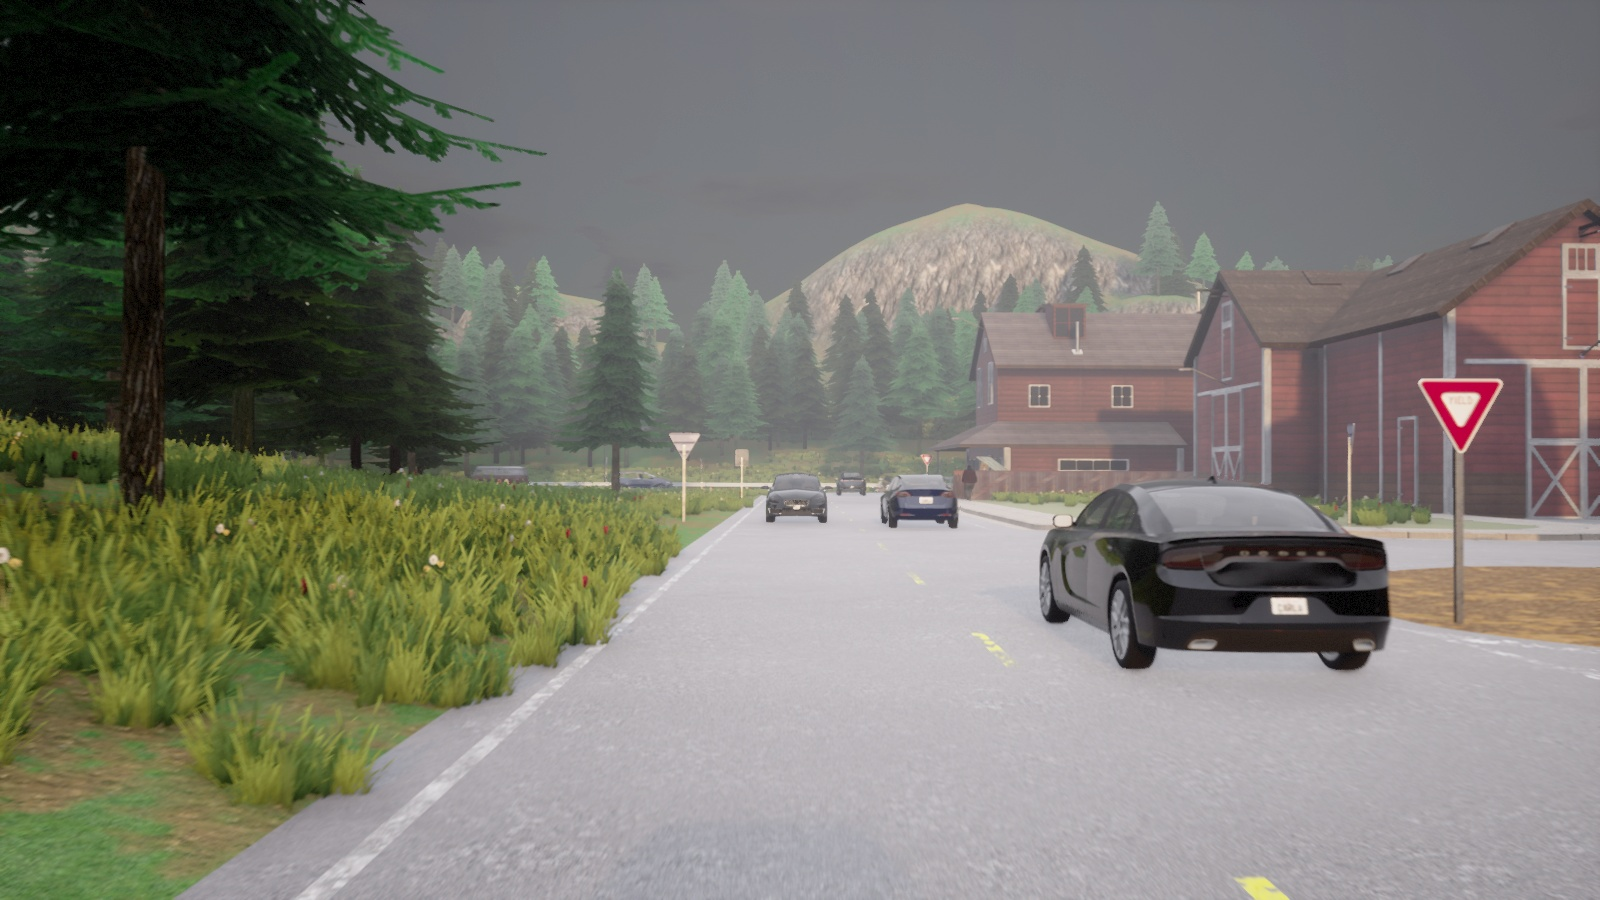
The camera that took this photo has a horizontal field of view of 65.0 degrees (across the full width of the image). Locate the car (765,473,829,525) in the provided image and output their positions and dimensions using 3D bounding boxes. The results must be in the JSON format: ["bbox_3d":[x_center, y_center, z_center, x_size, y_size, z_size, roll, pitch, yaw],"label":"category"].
[{"bbox_3d":[-0.094,1.475,39.125,1.837,1.490,4.892,0,-1,0],"label":"car"}]

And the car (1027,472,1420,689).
[{"bbox_3d":[3.472,0.970,11.465,1.882,1.535,5.008,0,-1,0],"label":"car"}]

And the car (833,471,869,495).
[{"bbox_3d":[3.304,2.123,81.605,2.128,1.511,4.902,0,-1,0],"label":"car"}]

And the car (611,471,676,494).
[{"bbox_3d":[-11.732,2.423,94.212,4.611,1.667,2.242,0,-1,0],"label":"car"}]

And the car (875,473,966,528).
[{"bbox_3d":[3.412,1.412,36.441,2.163,1.488,4.792,0,-1,0],"label":"car"}]

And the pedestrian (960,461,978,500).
[{"bbox_3d":[8.013,1.434,59.533,0.634,1.844,0.899,0,-1,-5],"label":"pedestrian"}]
